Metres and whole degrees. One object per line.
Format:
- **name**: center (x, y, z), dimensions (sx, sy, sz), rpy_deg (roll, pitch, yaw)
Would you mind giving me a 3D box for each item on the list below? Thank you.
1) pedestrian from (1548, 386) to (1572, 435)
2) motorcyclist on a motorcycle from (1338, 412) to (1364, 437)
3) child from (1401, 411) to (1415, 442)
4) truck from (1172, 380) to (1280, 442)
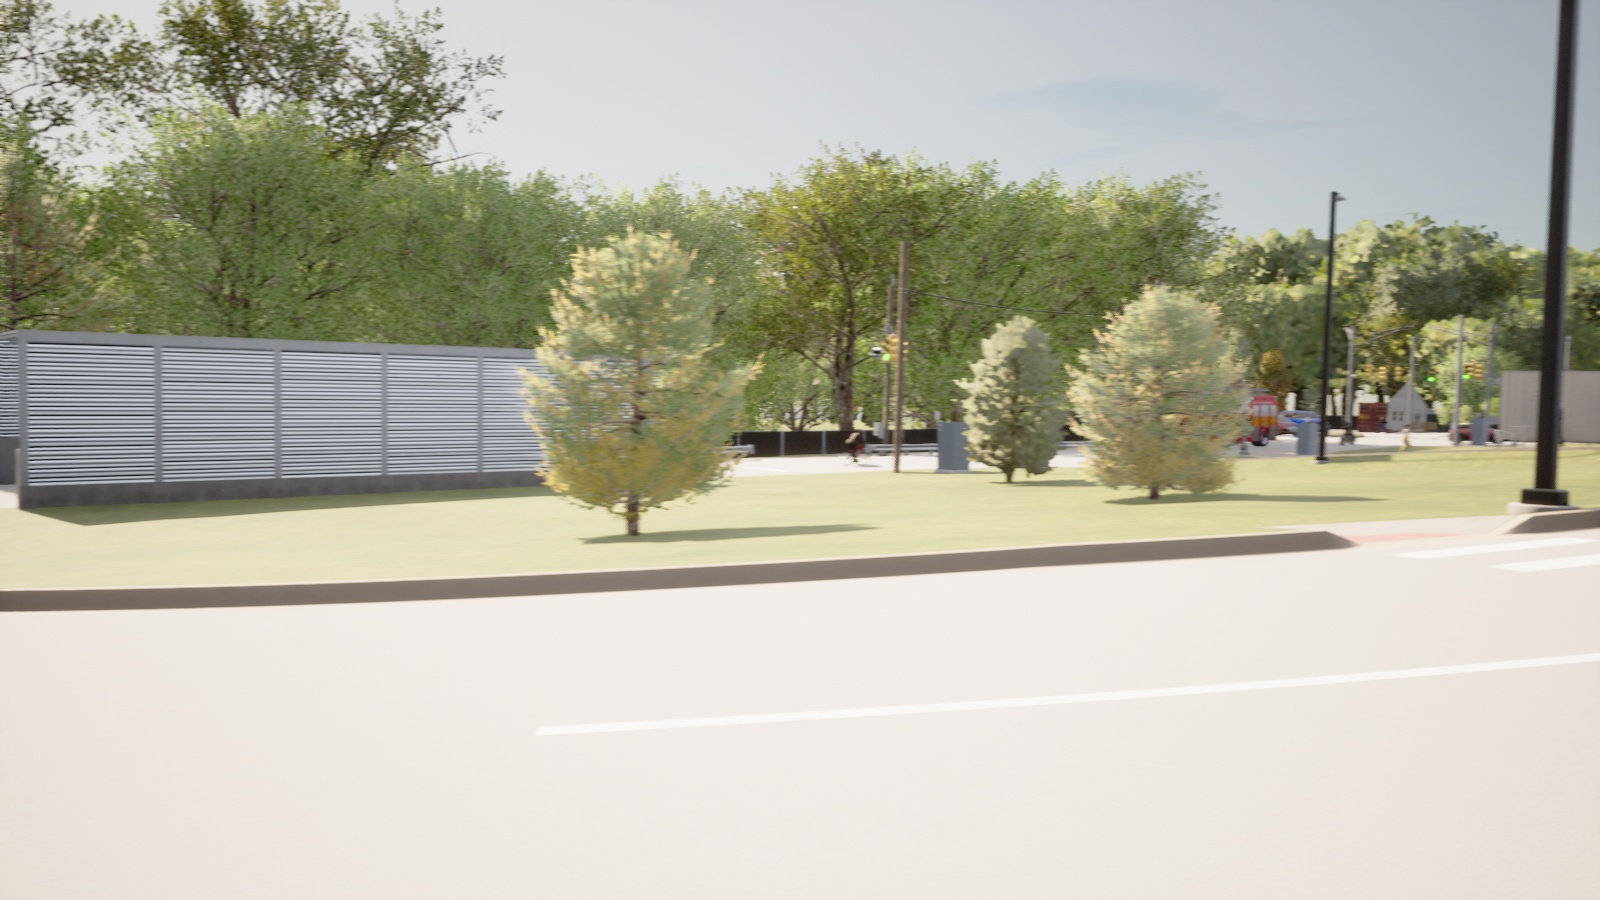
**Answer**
- **pedestrian**: center (28.832, -1.511, 47.641), dimensions (0.726, 1.835, 0.370), rpy_deg (2, 2, 32)
- **motorcyclist on a motorcycle**: center (38.031, -1.768, 86.612), dimensions (2.350, 1.649, 0.766), rpy_deg (-3, 4, -44)
- **child**: center (24.803, -0.964, 51.229), dimensions (0.437, 1.263, 0.270), rpy_deg (2, 2, 36)
- **truck**: center (27.884, -2.601, 81.962), dimensions (8.468, 3.827, 2.891), rpy_deg (-3, 3, -42)
